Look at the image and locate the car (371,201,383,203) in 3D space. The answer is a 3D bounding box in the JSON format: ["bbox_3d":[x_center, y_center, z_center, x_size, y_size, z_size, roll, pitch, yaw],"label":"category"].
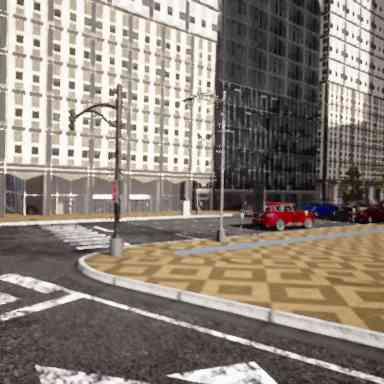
[{"bbox_3d":[20.422,1.789,32.888,5.009,1.841,2.192,1,1,-34],"label":"car"}]

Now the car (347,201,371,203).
[{"bbox_3d":[20.649,1.884,42.596,4.313,1.339,1.947,1,1,-34],"label":"car"}]

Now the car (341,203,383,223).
[{"bbox_3d":[15.738,1.974,29.691,4.507,1.381,1.887,1,1,-34],"label":"car"}]

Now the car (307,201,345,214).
[{"bbox_3d":[15.830,1.798,39.299,4.829,1.417,1.752,1,1,-34],"label":"car"}]

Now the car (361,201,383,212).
[{"bbox_3d":[25.327,1.944,45.797,4.206,1.307,1.802,1,1,-34],"label":"car"}]

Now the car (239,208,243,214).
[{"bbox_3d":[6.612,1.736,32.994,4.403,1.369,2.008,1,1,-34],"label":"car"}]

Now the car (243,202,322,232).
[{"bbox_3d":[6.385,1.656,23.286,5.009,1.841,2.192,1,1,-34],"label":"car"}]

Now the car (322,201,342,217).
[{"bbox_3d":[13.122,1.774,34.453,5.008,1.535,1.882,1,1,-34],"label":"car"}]
